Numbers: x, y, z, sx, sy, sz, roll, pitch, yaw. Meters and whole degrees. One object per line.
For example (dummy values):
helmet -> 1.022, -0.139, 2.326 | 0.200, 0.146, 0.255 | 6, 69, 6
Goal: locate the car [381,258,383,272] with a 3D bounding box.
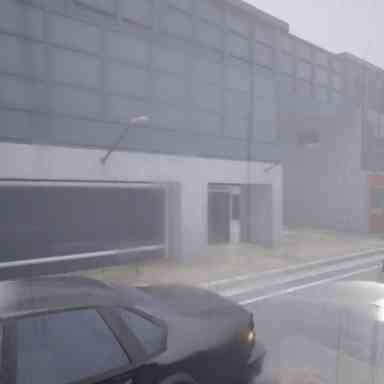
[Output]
car -> 6.924, 1.569, 8.919 | 4.181, 1.385, 1.994 | 0, 0, -36

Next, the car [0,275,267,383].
car -> -1.752, 1.548, 2.742 | 5.357, 1.411, 2.033 | 0, 0, -36
